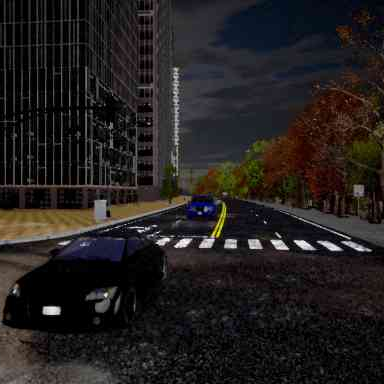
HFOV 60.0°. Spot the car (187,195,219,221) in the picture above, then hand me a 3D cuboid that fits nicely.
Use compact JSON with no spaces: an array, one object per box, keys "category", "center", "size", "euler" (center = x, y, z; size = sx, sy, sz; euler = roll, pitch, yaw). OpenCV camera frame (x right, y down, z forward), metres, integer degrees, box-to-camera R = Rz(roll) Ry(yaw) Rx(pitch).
[{"category":"car","center":[0.918,1.251,28.126],"size":[2.150,2.045,5.566],"euler":[0,0,7]}]

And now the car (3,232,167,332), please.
[{"category":"car","center":[-1.829,1.573,6.942],"size":[1.994,1.385,4.181],"euler":[0,0,8]}]
